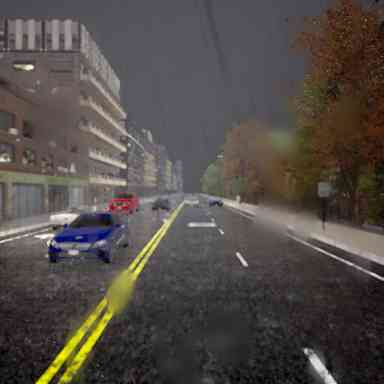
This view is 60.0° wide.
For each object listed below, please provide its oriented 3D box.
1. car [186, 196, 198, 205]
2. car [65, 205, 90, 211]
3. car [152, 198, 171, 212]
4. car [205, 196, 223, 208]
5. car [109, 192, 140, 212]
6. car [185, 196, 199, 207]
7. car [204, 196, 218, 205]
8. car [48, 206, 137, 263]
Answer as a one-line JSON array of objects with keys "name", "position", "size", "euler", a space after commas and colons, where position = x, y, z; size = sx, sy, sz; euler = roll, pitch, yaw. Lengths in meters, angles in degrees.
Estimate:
[{"name": "car", "position": [-0.038, 1.397, 56.308], "size": [1.895, 1.301, 4.718], "euler": [0, 0, 0]}, {"name": "car", "position": [-6.608, 1.473, 19.645], "size": [1.895, 1.301, 4.718], "euler": [0, 0, 0]}, {"name": "car", "position": [-3.349, 1.384, 37.277], "size": [2.033, 1.411, 5.357], "euler": [0, 0, 0]}, {"name": "car", "position": [3.219, 1.445, 46.311], "size": [1.895, 1.301, 4.718], "euler": [0, 0, 0]}, {"name": "car", "position": [-6.600, 1.046, 33.163], "size": [2.150, 2.045, 5.566], "euler": [0, 1, 0]}, {"name": "car", "position": [-0.031, 1.428, 46.308], "size": [1.895, 1.301, 4.718], "euler": [0, 0, 0]}, {"name": "car", "position": [3.212, 1.361, 56.280], "size": [2.033, 1.411, 5.357], "euler": [0, 0, 0]}, {"name": "car", "position": [-3.354, 1.444, 11.741], "size": [1.812, 1.442, 4.674], "euler": [0, 0, 0]}]
